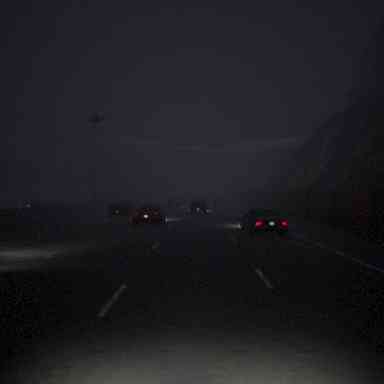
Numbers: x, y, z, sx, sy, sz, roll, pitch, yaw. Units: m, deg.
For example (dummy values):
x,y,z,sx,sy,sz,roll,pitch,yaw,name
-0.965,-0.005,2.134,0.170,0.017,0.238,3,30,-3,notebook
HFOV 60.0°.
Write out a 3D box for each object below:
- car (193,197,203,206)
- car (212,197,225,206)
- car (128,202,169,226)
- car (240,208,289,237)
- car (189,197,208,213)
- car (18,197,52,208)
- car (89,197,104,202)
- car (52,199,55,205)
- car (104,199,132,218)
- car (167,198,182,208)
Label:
x,y,z,sx,sy,sz,roll,pitch,yaw,name
1.073,1.581,59.320,1.837,1.490,4.892,0,0,1,car
4.514,1.566,55.780,1.837,1.490,4.892,0,0,1,car
-3.024,1.604,24.105,1.994,1.385,4.181,0,0,1,car
3.835,1.561,18.282,2.033,1.411,5.357,0,0,1,car
0.699,1.552,37.168,1.837,1.490,4.892,0,0,1,car
-20.359,1.621,42.746,1.837,1.490,4.892,0,0,1,car
-16.558,1.627,58.546,2.128,1.511,4.902,0,0,1,car
-23.670,1.615,53.150,1.882,1.535,5.008,0,0,2,car
-6.407,1.538,31.198,1.882,1.535,5.008,0,0,1,car
-2.598,1.564,49.055,2.128,1.511,4.902,0,0,1,car
